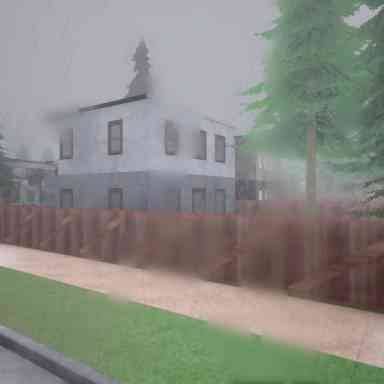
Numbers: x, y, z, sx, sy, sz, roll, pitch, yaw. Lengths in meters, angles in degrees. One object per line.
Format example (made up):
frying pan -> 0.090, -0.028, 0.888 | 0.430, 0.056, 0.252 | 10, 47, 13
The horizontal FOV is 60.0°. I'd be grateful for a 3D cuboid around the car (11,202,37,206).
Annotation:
car -> -15.332, 1.582, 29.320 | 1.895, 1.301, 4.718 | 0, 0, 28
